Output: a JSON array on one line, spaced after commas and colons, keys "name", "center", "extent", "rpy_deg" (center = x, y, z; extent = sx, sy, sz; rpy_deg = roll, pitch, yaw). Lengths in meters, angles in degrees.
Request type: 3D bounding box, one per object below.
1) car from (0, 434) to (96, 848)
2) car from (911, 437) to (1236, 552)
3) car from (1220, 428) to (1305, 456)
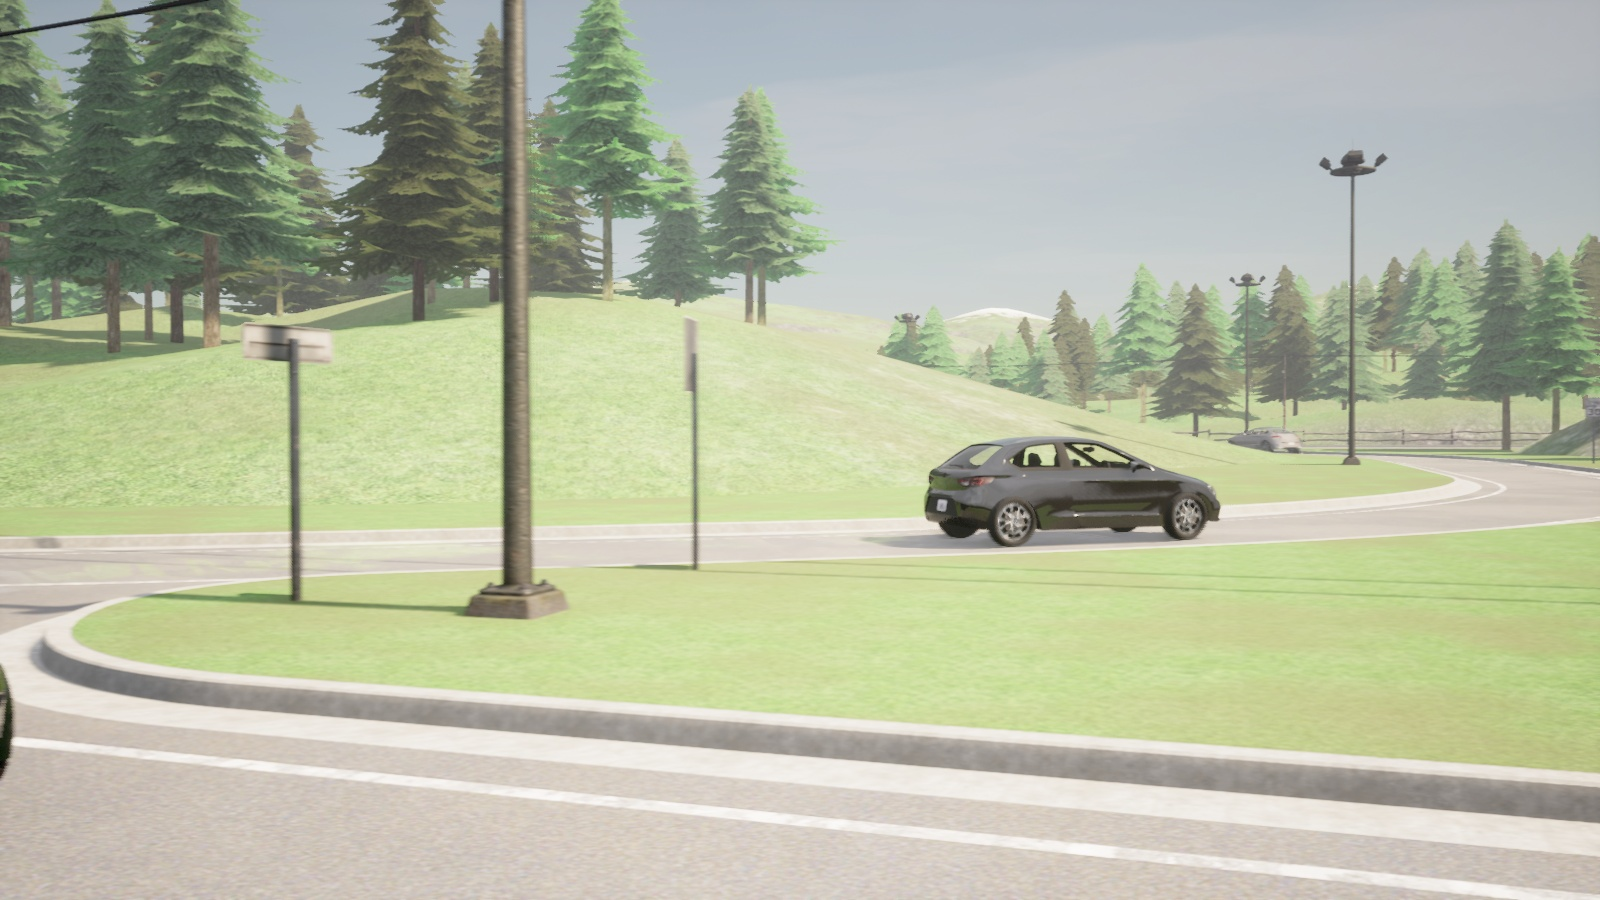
[{"name": "car", "center": [-4.903, 0.709, 4.843], "extent": [3.705, 1.549, 1.789], "rpy_deg": [0, 1, 19]}, {"name": "car", "center": [3.882, 0.568, 17.910], "extent": [4.193, 1.474, 1.816], "rpy_deg": [0, 1, -20]}, {"name": "car", "center": [27.969, -0.509, 76.120], "extent": [2.152, 1.651, 5.027], "rpy_deg": [0, 1, -17]}]
